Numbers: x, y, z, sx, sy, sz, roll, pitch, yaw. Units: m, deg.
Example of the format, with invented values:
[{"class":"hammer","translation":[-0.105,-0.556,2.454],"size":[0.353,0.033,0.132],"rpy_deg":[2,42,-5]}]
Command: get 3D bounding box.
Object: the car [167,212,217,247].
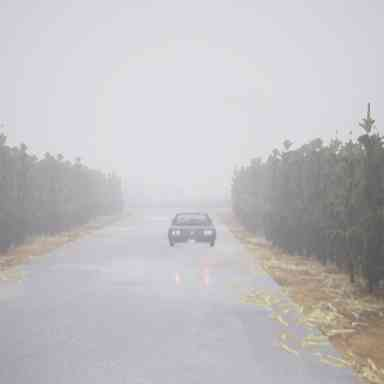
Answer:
[{"class":"car","translation":[0.000,1.540,14.675],"size":[1.895,1.301,4.718],"rpy_deg":[0,1,0]}]
